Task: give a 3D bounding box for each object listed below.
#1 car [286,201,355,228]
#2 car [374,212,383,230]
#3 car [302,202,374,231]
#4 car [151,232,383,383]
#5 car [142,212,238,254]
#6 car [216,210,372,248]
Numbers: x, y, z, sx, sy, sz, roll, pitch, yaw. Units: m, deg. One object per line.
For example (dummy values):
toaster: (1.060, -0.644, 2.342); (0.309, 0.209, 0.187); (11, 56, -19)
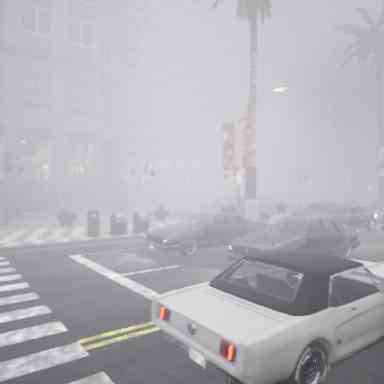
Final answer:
car: (8.829, 1.449, 22.678); (4.786, 1.482, 2.161); (0, 0, -36)
car: (11.741, 1.161, 16.632); (5.566, 2.045, 2.150); (0, 0, -35)
car: (8.477, 1.449, 18.615); (4.892, 1.490, 1.837); (0, 0, -35)
car: (1.867, 1.587, 5.077); (4.718, 1.301, 1.895); (0, 0, -35)
car: (0.765, 1.522, 13.130); (5.357, 1.411, 2.033); (0, 0, -35)
car: (3.528, 1.519, 10.833); (5.357, 1.411, 2.033); (0, 0, -39)
